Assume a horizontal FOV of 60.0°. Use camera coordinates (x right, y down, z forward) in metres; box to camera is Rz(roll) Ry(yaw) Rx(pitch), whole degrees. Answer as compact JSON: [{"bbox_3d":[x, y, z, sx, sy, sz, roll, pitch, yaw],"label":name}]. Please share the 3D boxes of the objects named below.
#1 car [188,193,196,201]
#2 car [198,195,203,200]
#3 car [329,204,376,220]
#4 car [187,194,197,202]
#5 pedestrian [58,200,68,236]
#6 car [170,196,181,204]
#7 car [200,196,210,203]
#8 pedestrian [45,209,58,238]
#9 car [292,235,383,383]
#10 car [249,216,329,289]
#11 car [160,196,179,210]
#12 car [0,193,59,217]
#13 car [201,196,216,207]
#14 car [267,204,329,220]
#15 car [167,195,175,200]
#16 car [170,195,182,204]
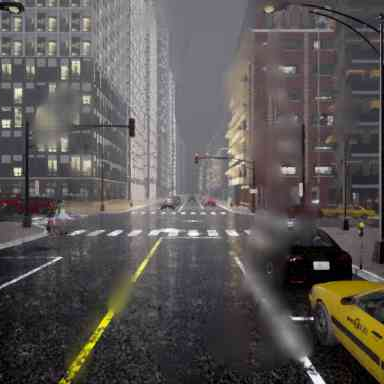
[{"bbox_3d":[0.002,1.227,83.585,2.097,1.767,4.553,0,0,0],"label":"car"},{"bbox_3d":[2.692,1.574,63.931,2.008,1.369,4.403,0,0,0],"label":"car"},{"bbox_3d":[14.644,1.837,31.331,4.829,1.417,1.752,1,-1,0],"label":"car"},{"bbox_3d":[0.002,1.547,73.613,1.812,1.442,4.674,0,0,0],"label":"car"},{"bbox_3d":[-6.686,1.295,17.051,0.375,1.860,0.375,0,0,0],"label":"pedestrian"},{"bbox_3d":[-3.053,1.528,63.716,1.837,1.490,4.892,0,0,0],"label":"car"},{"bbox_3d":[2.693,1.578,69.579,2.008,1.369,4.403,0,0,0],"label":"car"},{"bbox_3d":[-6.973,1.295,16.347,0.375,1.860,0.375,0,0,0],"label":"pedestrian"},{"bbox_3d":[2.693,1.525,3.478,1.752,1.417,4.829,0,0,0],"label":"car"},{"bbox_3d":[2.692,1.566,8.991,1.947,1.339,4.313,0,0,0],"label":"car"},{"bbox_3d":[-3.118,1.557,43.281,2.033,1.411,5.357,0,0,-4],"label":"car"},{"bbox_3d":[-13.729,1.133,28.480,4.553,1.767,2.097,1,0,-1],"label":"car"},{"bbox_3d":[2.742,1.596,51.014,1.802,1.307,4.206,0,0,0],"label":"car"},{"bbox_3d":[8.807,1.722,28.463,4.674,1.442,1.812,1,0,-5],"label":"car"},{"bbox_3d":[-5.688,1.599,92.174,2.008,1.369,4.403,0,0,0],"label":"car"},{"bbox_3d":[-3.082,1.580,53.301,1.994,1.385,4.181,0,0,1],"label":"car"}]
